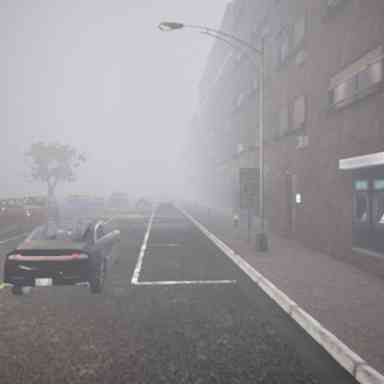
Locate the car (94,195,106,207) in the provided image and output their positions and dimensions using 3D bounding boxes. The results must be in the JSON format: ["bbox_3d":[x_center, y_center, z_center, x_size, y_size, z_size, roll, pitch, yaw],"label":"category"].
[{"bbox_3d":[-12.112,1.258,43.457,1.802,1.307,4.206,1,0,-6],"label":"car"}]

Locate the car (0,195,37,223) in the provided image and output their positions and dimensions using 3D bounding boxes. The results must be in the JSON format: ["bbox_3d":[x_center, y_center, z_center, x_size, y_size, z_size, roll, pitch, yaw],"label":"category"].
[{"bbox_3d":[-9.343,1.174,15.359,2.192,1.841,5.009,1,0,-6],"label":"car"}]

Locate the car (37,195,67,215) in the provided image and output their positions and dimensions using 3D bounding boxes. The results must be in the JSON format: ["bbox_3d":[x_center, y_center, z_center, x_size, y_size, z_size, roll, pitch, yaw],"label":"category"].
[{"bbox_3d":[-9.896,1.139,20.979,2.192,1.841,5.009,1,0,-6],"label":"car"}]

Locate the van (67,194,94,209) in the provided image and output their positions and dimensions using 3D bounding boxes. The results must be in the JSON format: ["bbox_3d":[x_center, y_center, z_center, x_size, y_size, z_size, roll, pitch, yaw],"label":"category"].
[{"bbox_3d":[-11.002,1.093,32.217,1.690,1.788,3.998,1,0,-6],"label":"van"}]

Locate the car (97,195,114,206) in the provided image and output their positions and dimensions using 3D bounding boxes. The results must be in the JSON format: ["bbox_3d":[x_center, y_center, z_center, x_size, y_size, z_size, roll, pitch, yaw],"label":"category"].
[{"bbox_3d":[-12.648,1.163,48.907,1.752,1.417,4.829,1,0,-6],"label":"car"}]

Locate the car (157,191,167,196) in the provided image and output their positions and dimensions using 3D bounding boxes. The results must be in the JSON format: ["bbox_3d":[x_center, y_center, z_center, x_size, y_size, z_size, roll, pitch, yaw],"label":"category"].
[{"bbox_3d":[-5.984,1.000,66.777,1.967,1.590,4.097,1,0,-6],"label":"car"}]

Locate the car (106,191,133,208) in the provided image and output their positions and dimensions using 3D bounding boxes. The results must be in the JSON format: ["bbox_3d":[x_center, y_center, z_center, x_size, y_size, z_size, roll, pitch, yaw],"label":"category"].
[{"bbox_3d":[-9.391,0.916,43.230,2.150,2.045,5.566,0,0,-6],"label":"car"}]

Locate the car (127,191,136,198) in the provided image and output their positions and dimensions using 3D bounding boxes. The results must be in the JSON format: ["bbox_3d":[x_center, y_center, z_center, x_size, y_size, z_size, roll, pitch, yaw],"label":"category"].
[{"bbox_3d":[-17.084,0.608,94.027,2.192,1.841,5.009,1,0,-6],"label":"car"}]

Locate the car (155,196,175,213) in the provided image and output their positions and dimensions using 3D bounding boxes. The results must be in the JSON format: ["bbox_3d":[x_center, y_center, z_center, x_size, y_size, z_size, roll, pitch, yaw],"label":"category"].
[{"bbox_3d":[-2.667,1.351,33.059,2.008,1.369,4.403,1,0,-6],"label":"car"}]

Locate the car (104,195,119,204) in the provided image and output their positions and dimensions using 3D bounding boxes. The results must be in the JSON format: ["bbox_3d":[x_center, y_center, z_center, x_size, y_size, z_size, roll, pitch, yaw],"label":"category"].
[{"bbox_3d":[-13.218,1.177,54.695,1.802,1.307,4.206,1,0,-6],"label":"car"}]

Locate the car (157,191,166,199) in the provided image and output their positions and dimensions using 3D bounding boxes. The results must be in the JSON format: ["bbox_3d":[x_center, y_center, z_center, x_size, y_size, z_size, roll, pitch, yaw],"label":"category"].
[{"bbox_3d":[-7.640,0.746,83.632,2.192,1.841,5.009,1,0,-6],"label":"car"}]

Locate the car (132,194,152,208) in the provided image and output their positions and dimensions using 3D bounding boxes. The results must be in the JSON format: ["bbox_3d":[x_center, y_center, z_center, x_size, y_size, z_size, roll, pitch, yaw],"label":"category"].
[{"bbox_3d":[-6.202,1.248,42.108,1.812,1.442,4.674,0,0,-6],"label":"car"}]

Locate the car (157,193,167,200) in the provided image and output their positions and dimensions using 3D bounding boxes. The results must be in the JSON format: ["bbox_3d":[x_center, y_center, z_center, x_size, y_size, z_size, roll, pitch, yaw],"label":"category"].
[{"bbox_3d":[-6.537,0.958,72.395,1.967,1.590,4.097,1,0,-6],"label":"car"}]

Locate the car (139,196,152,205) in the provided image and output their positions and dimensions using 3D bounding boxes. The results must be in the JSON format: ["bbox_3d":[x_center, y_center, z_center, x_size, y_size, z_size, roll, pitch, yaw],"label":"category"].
[{"bbox_3d":[-7.223,1.252,52.061,1.895,1.301,4.718,0,0,-5],"label":"car"}]

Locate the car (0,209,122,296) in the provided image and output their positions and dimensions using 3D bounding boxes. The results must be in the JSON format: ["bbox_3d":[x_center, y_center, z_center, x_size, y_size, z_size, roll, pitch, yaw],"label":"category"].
[{"bbox_3d":[-2.962,1.428,8.526,2.128,1.511,4.902,0,0,-6],"label":"car"}]
